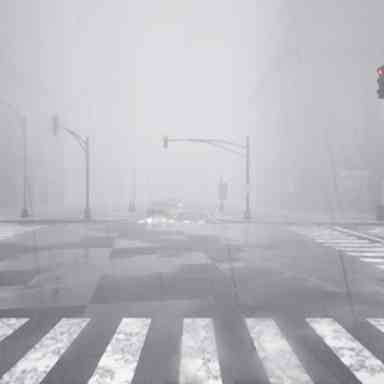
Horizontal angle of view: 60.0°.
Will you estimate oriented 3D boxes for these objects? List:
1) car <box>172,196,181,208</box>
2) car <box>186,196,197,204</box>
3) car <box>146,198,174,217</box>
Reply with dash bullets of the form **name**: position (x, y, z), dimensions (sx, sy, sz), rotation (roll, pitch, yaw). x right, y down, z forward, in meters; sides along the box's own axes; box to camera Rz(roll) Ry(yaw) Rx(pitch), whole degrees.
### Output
- **car**: position (-3.109, 1.524, 47.549), dimensions (2.033, 1.411, 5.357), rotation (0, 0, 1)
- **car**: position (-0.009, 1.497, 62.744), dimensions (1.812, 1.442, 4.674), rotation (0, 0, 0)
- **car**: position (-3.117, 1.531, 31.414), dimensions (2.033, 1.411, 5.357), rotation (0, 0, 0)
